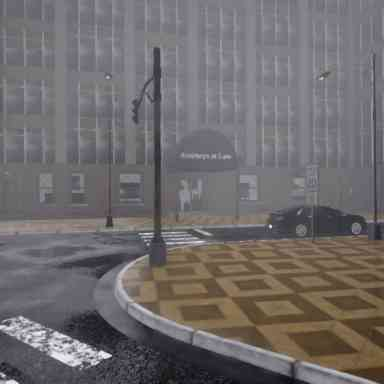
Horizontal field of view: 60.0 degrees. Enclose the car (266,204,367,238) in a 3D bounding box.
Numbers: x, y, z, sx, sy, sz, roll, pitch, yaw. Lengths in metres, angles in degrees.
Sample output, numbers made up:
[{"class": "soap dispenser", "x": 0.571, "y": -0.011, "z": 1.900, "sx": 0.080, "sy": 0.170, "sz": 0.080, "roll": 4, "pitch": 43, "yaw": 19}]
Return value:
[{"class": "car", "x": 5.987, "y": 1.321, "z": 15.970, "sx": 4.892, "sy": 1.490, "sz": 1.837, "roll": 0, "pitch": 0, "yaw": -14}]
